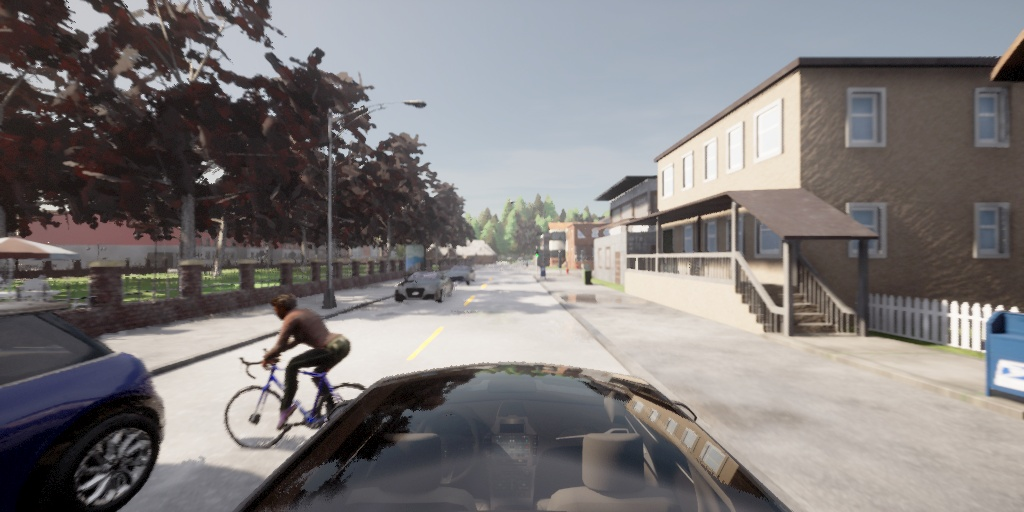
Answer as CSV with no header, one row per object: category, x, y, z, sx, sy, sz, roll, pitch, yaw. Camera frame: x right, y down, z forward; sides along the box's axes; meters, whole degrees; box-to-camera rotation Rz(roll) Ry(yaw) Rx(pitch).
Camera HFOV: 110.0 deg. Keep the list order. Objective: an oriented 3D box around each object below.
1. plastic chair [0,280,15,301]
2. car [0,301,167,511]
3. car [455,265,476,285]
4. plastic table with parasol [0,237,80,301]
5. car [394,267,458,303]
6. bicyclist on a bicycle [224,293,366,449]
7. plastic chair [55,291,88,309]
plastic chair,-13.203,1.323,8.906,0.750,1.272,0.730,0,0,-39
car,-4.104,1.099,1.178,2.097,1.767,4.553,0,0,0
car,-3.979,1.428,28.219,2.033,1.411,5.357,0,0,1
plastic table with parasol,-13.955,0.723,9.933,2.482,2.480,2.482,0,0,-40
car,-4.014,1.389,16.932,1.994,1.385,4.181,0,0,1
bicyclist on a bicycle,-2.196,1.213,3.737,1.656,1.620,0.582,-2,0,0
plastic chair,-12.979,1.359,10.831,0.730,1.272,0.750,0,0,-35
